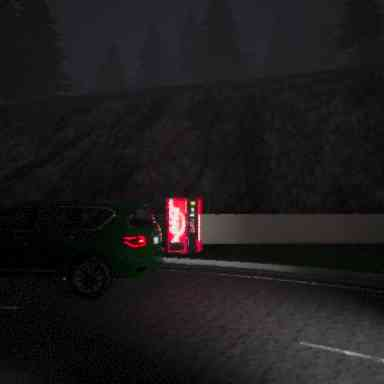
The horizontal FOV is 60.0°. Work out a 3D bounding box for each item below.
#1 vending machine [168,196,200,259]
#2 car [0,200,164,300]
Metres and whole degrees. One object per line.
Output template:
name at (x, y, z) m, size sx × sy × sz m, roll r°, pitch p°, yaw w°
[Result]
vending machine at (-0.263, 1.195, 11.787) m, size 0.880 × 2.100 × 1.100 m, roll 0°, pitch 0°, yaw 14°
car at (-3.472, 1.221, 8.174) m, size 5.566 × 2.045 × 2.150 m, roll 0°, pitch -1°, yaw 9°
